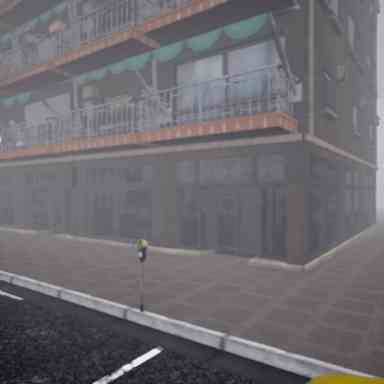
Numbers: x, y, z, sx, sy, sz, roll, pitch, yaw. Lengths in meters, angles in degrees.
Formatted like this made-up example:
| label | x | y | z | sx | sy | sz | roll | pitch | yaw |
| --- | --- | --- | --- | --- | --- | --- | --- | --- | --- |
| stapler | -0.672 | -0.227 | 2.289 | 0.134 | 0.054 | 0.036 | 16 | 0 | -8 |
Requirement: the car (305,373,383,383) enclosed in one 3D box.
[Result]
| label | x | y | z | sx | sy | sz | roll | pitch | yaw |
| --- | --- | --- | --- | --- | --- | --- | --- | --- | --- |
| car | 2.481 | 1.524 | 1.104 | 4.829 | 1.417 | 1.752 | 0 | 0 | 36 |
